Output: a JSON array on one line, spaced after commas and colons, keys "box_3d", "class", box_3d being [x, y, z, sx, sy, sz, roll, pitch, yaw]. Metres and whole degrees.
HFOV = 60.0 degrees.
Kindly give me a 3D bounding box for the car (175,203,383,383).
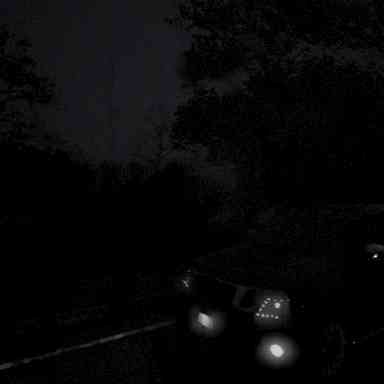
[{"box_3d": [2.414, 1.244, 5.723, 5.566, 2.045, 2.150, 0, 0, -36], "class": "car"}]
